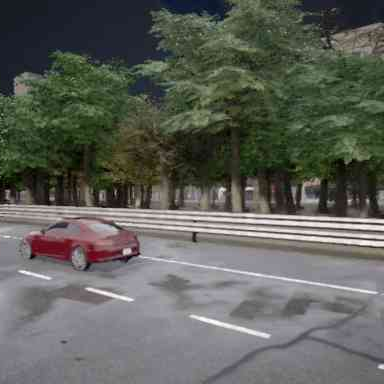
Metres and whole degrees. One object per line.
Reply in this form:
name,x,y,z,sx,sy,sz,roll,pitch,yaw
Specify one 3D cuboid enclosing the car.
car,-3.720,1.540,10.827,4.674,1.442,1.812,0,0,36
